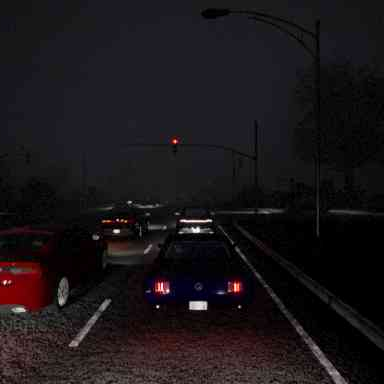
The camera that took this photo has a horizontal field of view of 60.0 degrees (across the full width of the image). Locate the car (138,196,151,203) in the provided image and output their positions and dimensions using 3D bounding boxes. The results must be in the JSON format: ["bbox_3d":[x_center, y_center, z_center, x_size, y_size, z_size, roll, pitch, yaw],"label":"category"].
[{"bbox_3d":[-10.325,1.537,72.127,2.033,1.411,5.357,0,0,0],"label":"car"}]

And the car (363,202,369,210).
[{"bbox_3d":[22.853,1.482,39.110,4.902,1.511,2.128,0,0,3],"label":"car"}]

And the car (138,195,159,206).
[{"bbox_3d":[-6.959,1.562,53.531,1.994,1.385,4.181,0,0,0],"label":"car"}]

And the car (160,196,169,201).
[{"bbox_3d":[-6.797,1.592,82.760,1.895,1.301,4.718,0,0,0],"label":"car"}]

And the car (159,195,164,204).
[{"bbox_3d":[-6.896,1.598,62.904,1.895,1.301,4.718,0,0,1],"label":"car"}]

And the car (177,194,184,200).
[{"bbox_3d":[-3.224,1.324,95.040,1.882,1.535,5.008,0,0,1],"label":"car"}]

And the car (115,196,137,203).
[{"bbox_3d":[-10.589,1.490,52.048,2.128,1.511,4.902,0,0,4],"label":"car"}]

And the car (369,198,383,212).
[{"bbox_3d":[22.228,1.469,35.638,5.008,1.535,1.882,0,0,3],"label":"car"}]

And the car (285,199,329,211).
[{"bbox_3d":[13.677,1.524,39.628,4.674,1.442,1.812,0,0,5],"label":"car"}]

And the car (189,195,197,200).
[{"bbox_3d":[0.277,1.521,95.001,2.128,1.511,4.902,0,0,1],"label":"car"}]

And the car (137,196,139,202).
[{"bbox_3d":[-10.405,1.523,61.891,1.812,1.442,4.674,0,0,1],"label":"car"}]

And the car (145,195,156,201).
[{"bbox_3d":[-10.298,1.536,82.393,2.033,1.411,5.357,0,0,0],"label":"car"}]

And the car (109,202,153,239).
[{"bbox_3d":[-3.359,1.504,17.271,1.837,1.490,4.892,0,0,0],"label":"car"}]

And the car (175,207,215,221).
[{"bbox_3d":[0.151,1.491,17.009,2.128,1.511,4.902,0,0,-1],"label":"car"}]

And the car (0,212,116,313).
[{"bbox_3d":[-3.382,1.477,7.774,1.882,1.535,5.008,0,0,0],"label":"car"}]

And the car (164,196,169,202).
[{"bbox_3d":[-6.823,1.475,72.810,1.882,1.535,5.008,0,0,0],"label":"car"}]

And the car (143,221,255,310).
[{"bbox_3d":[0.118,1.601,7.747,1.895,1.301,4.718,0,0,0],"label":"car"}]

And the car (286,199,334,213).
[{"bbox_3d":[12.808,1.489,36.174,4.902,1.511,2.128,0,0,3],"label":"car"}]

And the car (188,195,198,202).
[{"bbox_3d":[0.187,1.497,74.593,1.837,1.490,4.892,0,0,0],"label":"car"}]

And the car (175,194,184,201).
[{"bbox_3d":[-3.290,1.529,84.631,2.033,1.411,5.357,0,0,0],"label":"car"}]
